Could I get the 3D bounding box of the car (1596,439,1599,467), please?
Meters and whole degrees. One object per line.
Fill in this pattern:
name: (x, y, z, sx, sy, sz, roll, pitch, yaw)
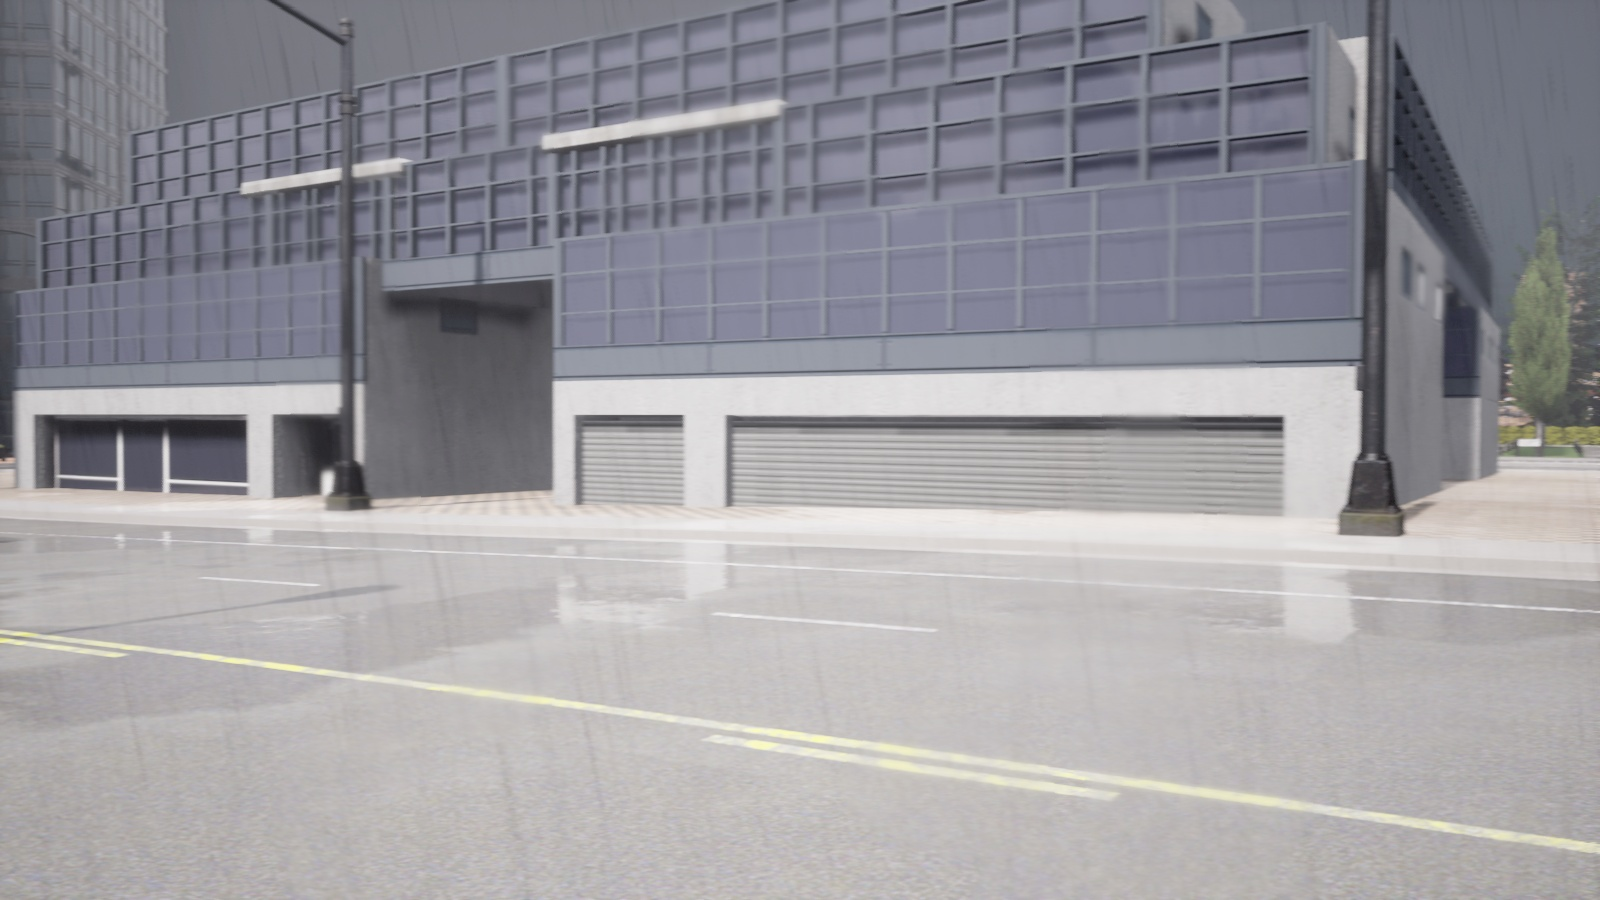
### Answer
car: (50.257, 0.226, 74.568, 5.027, 1.651, 2.152, 1, 2, 31)
